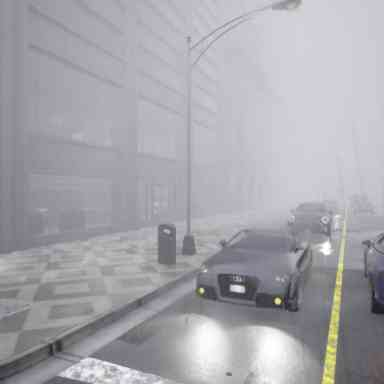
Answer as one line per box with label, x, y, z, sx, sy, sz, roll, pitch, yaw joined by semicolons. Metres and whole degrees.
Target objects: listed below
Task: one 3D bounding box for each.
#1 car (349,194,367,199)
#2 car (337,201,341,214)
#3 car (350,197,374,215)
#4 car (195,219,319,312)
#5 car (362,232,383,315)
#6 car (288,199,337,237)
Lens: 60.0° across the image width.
car;21.925;1.236;43.570;2.150;2.045;5.566;0;0;25
car;14.539;1.516;35.049;1.837;1.490;4.892;0;-1;26
car;17.507;1.558;34.076;2.033;1.411;5.357;0;0;26
car;1.671;1.564;7.815;1.994;1.385;4.181;0;0;25
car;4.707;1.527;6.990;1.812;1.442;4.674;0;0;25
car;6.588;1.355;18.259;2.097;1.767;4.553;0;0;25
